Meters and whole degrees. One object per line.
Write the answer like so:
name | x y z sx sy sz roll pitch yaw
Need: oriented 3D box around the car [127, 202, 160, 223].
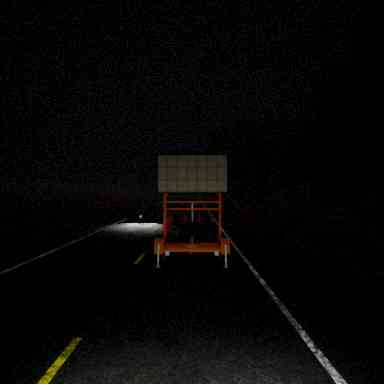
car | -3.491 1.472 24.646 1.994 1.385 4.181 0 0 0

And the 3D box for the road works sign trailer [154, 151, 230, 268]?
road works sign trailer | 0.015 0.444 11.194 2.380 3.560 2.880 0 0 1
